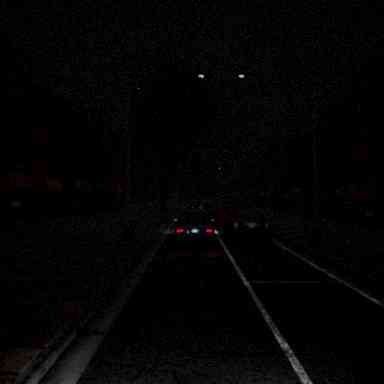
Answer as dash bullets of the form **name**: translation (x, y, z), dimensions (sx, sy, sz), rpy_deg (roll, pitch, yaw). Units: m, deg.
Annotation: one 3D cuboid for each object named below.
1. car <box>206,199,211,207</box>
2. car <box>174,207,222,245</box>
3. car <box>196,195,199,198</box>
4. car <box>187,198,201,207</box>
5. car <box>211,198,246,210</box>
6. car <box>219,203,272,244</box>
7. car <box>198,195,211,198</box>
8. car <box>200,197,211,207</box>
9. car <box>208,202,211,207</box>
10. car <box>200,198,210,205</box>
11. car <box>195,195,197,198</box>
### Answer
- **car**: translation (2.687, 1.774, 33.554), dimensions (1.752, 1.417, 4.829), rpy_deg (1, 0, 0)
- **car**: translation (0.118, 1.679, 16.219), dimensions (2.033, 1.411, 5.357), rpy_deg (0, 0, 0)
- **car**: translation (2.747, 1.795, 77.714), dimensions (2.192, 1.841, 5.009), rpy_deg (1, 0, 0)
- **car**: translation (0.161, 1.950, 51.224), dimensions (1.895, 1.301, 4.718), rpy_deg (0, 0, 0)
- **car**: translation (2.675, 1.490, 22.303), dimensions (2.192, 1.841, 5.009), rpy_deg (1, 0, 0)
- **car**: translation (2.666, 1.577, 16.761), dimensions (1.967, 1.590, 4.097), rpy_deg (1, 0, 0)
- **car**: translation (2.726, 1.714, 61.091), dimensions (2.192, 1.841, 5.009), rpy_deg (1, 0, 0)
- **car**: translation (2.709, 1.894, 50.008), dimensions (2.008, 1.369, 4.403), rpy_deg (1, 0, 0)
- **car**: translation (2.679, 1.777, 27.843), dimensions (1.947, 1.339, 4.313), rpy_deg (1, 0, 0)
- **car**: translation (2.737, 2.019, 72.172), dimensions (1.947, 1.339, 4.313), rpy_deg (1, 0, 0)
- **car**: translation (2.768, 1.875, 94.337), dimensions (2.192, 1.841, 5.009), rpy_deg (1, 0, 0)
